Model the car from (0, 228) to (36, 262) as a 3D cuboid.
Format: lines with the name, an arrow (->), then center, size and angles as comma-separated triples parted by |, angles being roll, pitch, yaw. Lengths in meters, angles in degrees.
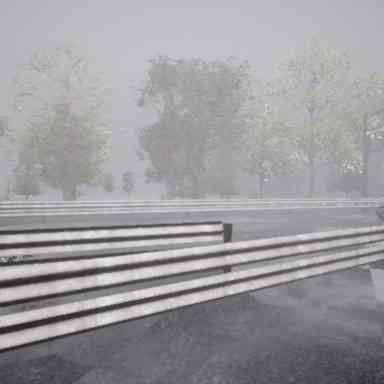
car -> -6.532, 1.350, 8.838 | 4.718, 1.301, 1.895 | 0, 0, -27

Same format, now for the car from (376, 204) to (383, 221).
car -> 15.149, 1.311, 23.398 | 4.892, 1.490, 1.837 | 0, 0, -25
